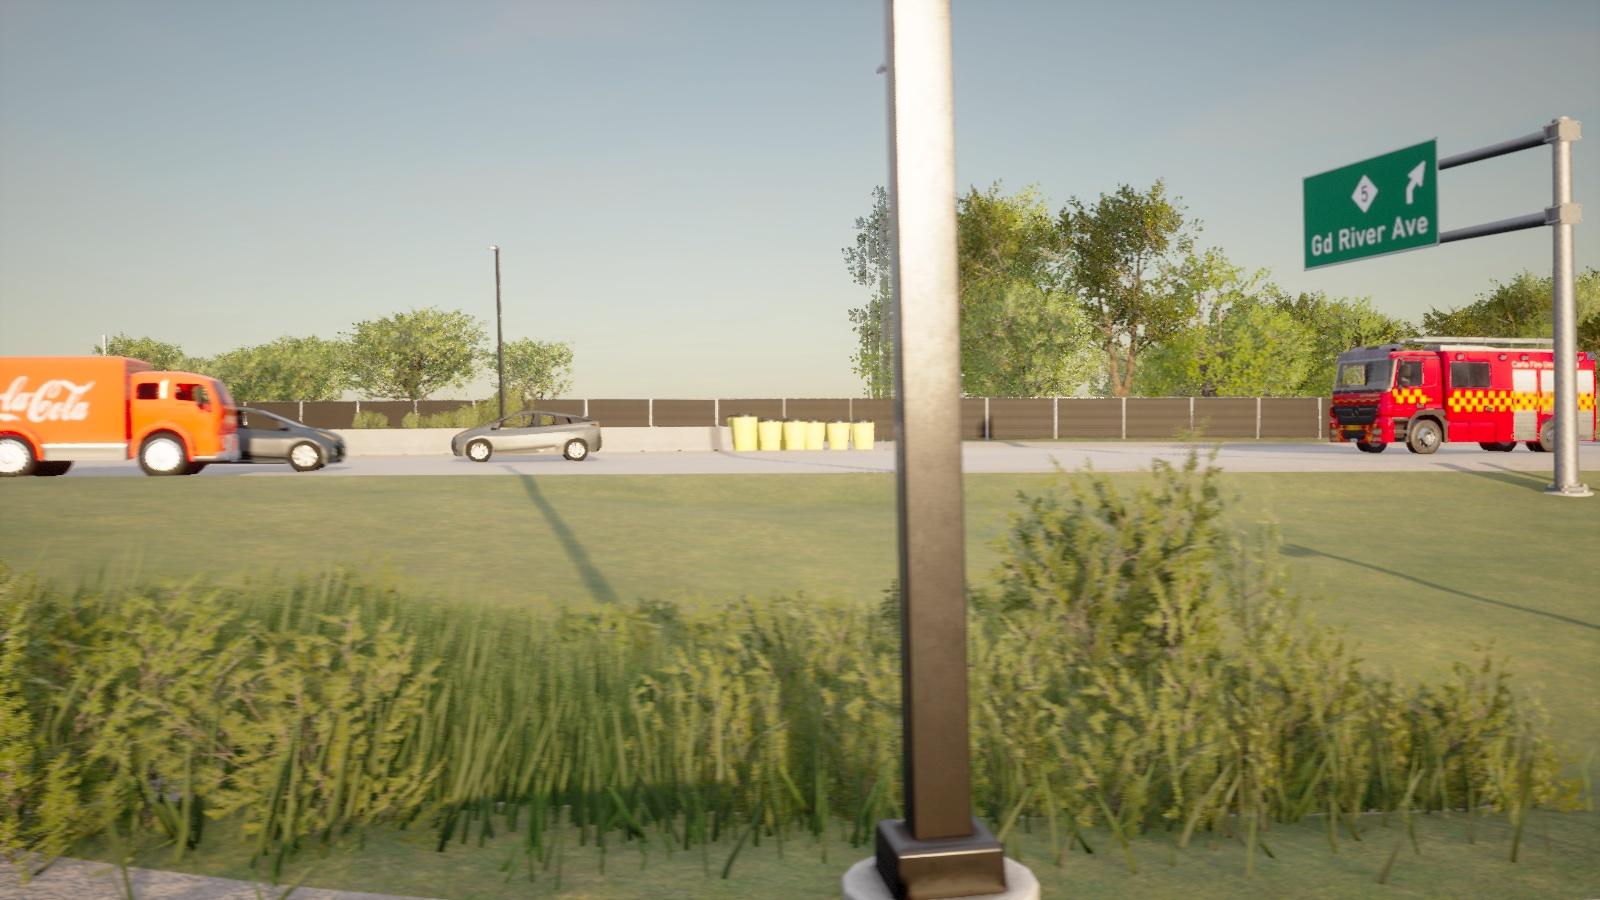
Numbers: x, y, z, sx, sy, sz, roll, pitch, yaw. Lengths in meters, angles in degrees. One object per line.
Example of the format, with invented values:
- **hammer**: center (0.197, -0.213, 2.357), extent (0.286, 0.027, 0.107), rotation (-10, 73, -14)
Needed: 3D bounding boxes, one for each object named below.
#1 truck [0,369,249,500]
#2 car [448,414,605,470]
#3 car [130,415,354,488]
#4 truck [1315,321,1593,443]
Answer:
- **truck**: center (-14.381, -0.327, 25.742), extent (5.204, 2.467, 2.627), rotation (-2, 1, -14)
- **car**: center (-8.302, -0.262, 38.117), extent (4.514, 1.525, 2.007), rotation (-2, 1, -14)
- **car**: center (-13.053, 0.007, 29.693), extent (4.514, 1.525, 2.007), rotation (-2, 1, -14)
- **truck**: center (21.897, -2.270, 42.118), extent (8.468, 3.827, 2.891), rotation (-2, 1, -14)
